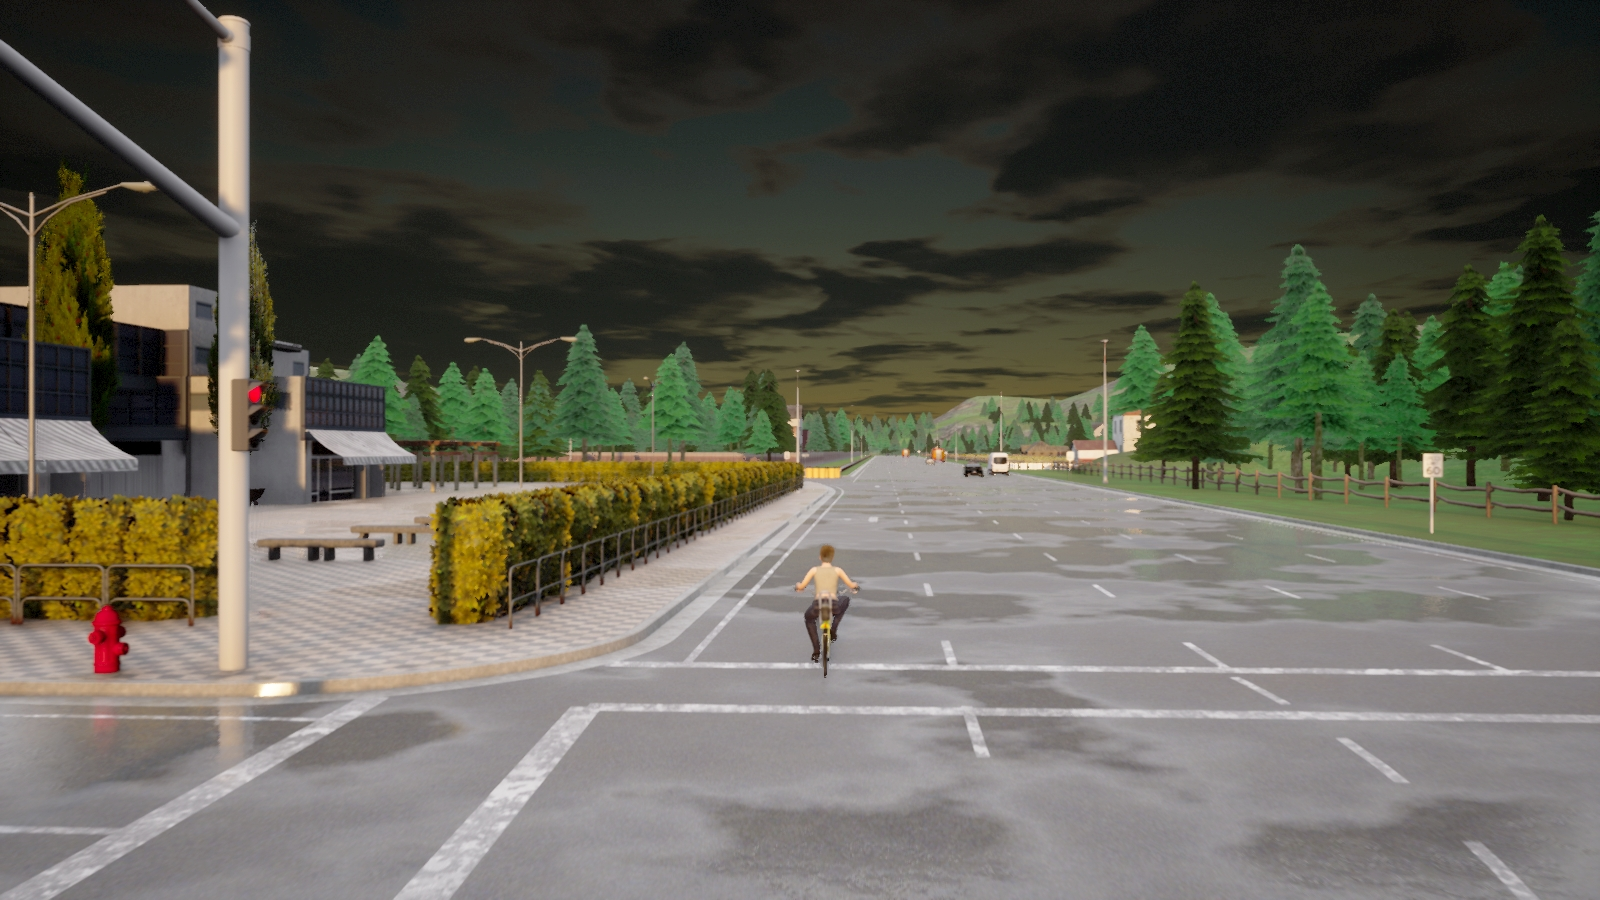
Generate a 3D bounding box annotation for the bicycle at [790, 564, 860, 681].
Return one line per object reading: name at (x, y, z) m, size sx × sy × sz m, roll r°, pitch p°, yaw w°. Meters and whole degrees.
bicycle at (0.342, 2.169, 14.621) m, size 0.859 × 1.276 × 1.487 m, roll 0°, pitch 0°, yaw 3°
